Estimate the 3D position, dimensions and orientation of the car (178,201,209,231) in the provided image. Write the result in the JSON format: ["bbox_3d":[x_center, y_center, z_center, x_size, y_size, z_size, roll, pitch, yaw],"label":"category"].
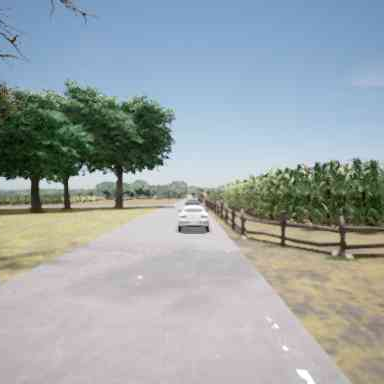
[{"bbox_3d":[0.092,1.551,20.902,1.812,1.442,4.674,0,0,0],"label":"car"}]

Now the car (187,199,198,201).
[{"bbox_3d":[0.086,1.620,38.971,1.837,1.490,4.892,0,-1,0],"label":"car"}]
